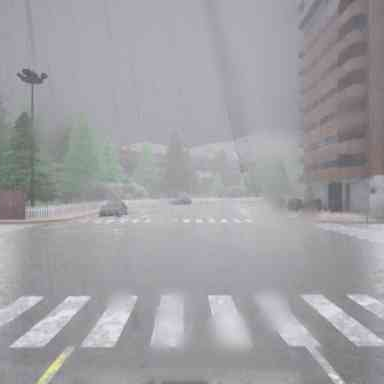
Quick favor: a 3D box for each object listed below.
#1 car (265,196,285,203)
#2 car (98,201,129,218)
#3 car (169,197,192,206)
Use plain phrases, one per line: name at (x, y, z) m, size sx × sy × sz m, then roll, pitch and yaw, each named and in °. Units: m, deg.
car at (17.701, 1.593, 70.828) m, size 4.181 × 1.385 × 1.994 m, roll 0°, pitch 0°, yaw -19°
car at (-7.089, 1.581, 30.417) m, size 1.837 × 1.490 × 4.892 m, roll 0°, pitch 0°, yaw 2°
car at (-1.885, 1.532, 55.360) m, size 2.128 × 1.511 × 4.902 m, roll -1°, pitch 0°, yaw 31°
